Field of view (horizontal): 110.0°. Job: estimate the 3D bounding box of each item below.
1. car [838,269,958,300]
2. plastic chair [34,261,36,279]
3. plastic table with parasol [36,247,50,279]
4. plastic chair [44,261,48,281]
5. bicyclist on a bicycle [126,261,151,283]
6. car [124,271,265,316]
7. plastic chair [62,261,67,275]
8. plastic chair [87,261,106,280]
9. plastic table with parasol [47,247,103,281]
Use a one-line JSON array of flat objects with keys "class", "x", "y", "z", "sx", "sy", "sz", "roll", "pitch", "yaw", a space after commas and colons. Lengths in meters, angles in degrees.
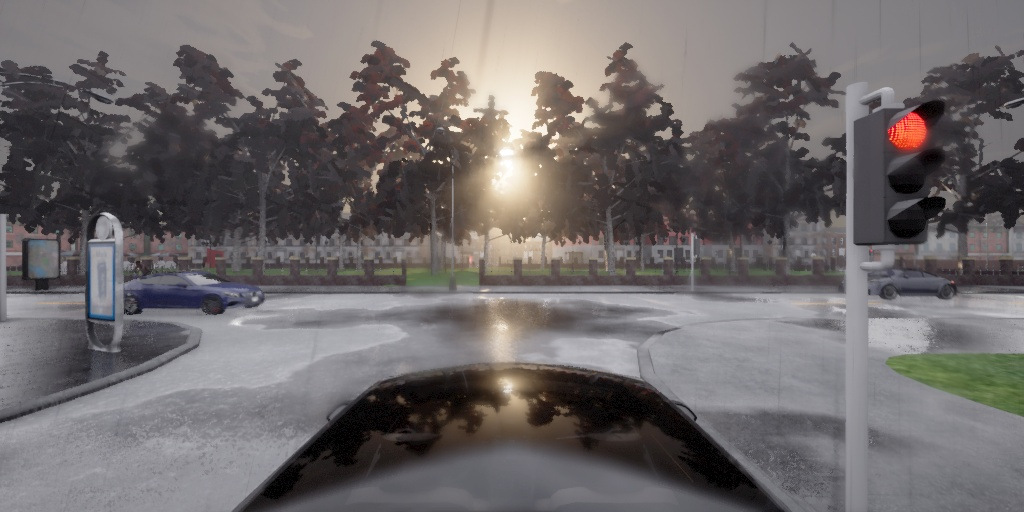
[{"class": "car", "x": 18.249, "y": 1.314, "z": 17.080, "sx": 4.181, "sy": 1.385, "sz": 1.994, "roll": 0, "pitch": 0, "yaw": 0}, {"class": "plastic chair", "x": -44.610, "y": 1.295, "z": 34.151, "sx": 0.730, "sy": 1.272, "sz": 0.750, "roll": 0, "pitch": 0, "yaw": -41}, {"class": "plastic table with parasol", "x": -43.602, "y": 0.620, "z": 34.901, "sx": 2.482, "sy": 2.480, "sz": 2.482, "roll": 0, "pitch": 0, "yaw": -39}, {"class": "plastic chair", "x": -40.212, "y": 1.293, "z": 31.512, "sx": 0.730, "sy": 1.272, "sz": 0.750, "roll": 0, "pitch": 0, "yaw": -40}, {"class": "bicyclist on a bicycle", "x": -22.028, "y": 1.099, "z": 21.269, "sx": 0.582, "sy": 1.620, "sz": 1.656, "roll": 0, "pitch": 0, "yaw": 0}, {"class": "car", "x": -11.493, "y": 1.276, "z": 12.831, "sx": 4.674, "sy": 1.442, "sz": 1.812, "roll": 0, "pitch": 0, "yaw": 1}, {"class": "plastic chair", "x": -38.279, "y": 1.306, "z": 31.284, "sx": 0.750, "sy": 1.272, "sz": 0.730, "roll": 0, "pitch": 0, "yaw": -35}, {"class": "plastic chair", "x": -38.183, "y": 1.296, "z": 32.990, "sx": 0.730, "sy": 1.272, "sz": 0.750, "roll": 0, "pitch": 0, "yaw": -40}, {"class": "plastic table with parasol", "x": -39.181, "y": 0.694, "z": 32.257, "sx": 2.482, "sy": 2.480, "sz": 2.482, "roll": 0, "pitch": 0, "yaw": -40}]
